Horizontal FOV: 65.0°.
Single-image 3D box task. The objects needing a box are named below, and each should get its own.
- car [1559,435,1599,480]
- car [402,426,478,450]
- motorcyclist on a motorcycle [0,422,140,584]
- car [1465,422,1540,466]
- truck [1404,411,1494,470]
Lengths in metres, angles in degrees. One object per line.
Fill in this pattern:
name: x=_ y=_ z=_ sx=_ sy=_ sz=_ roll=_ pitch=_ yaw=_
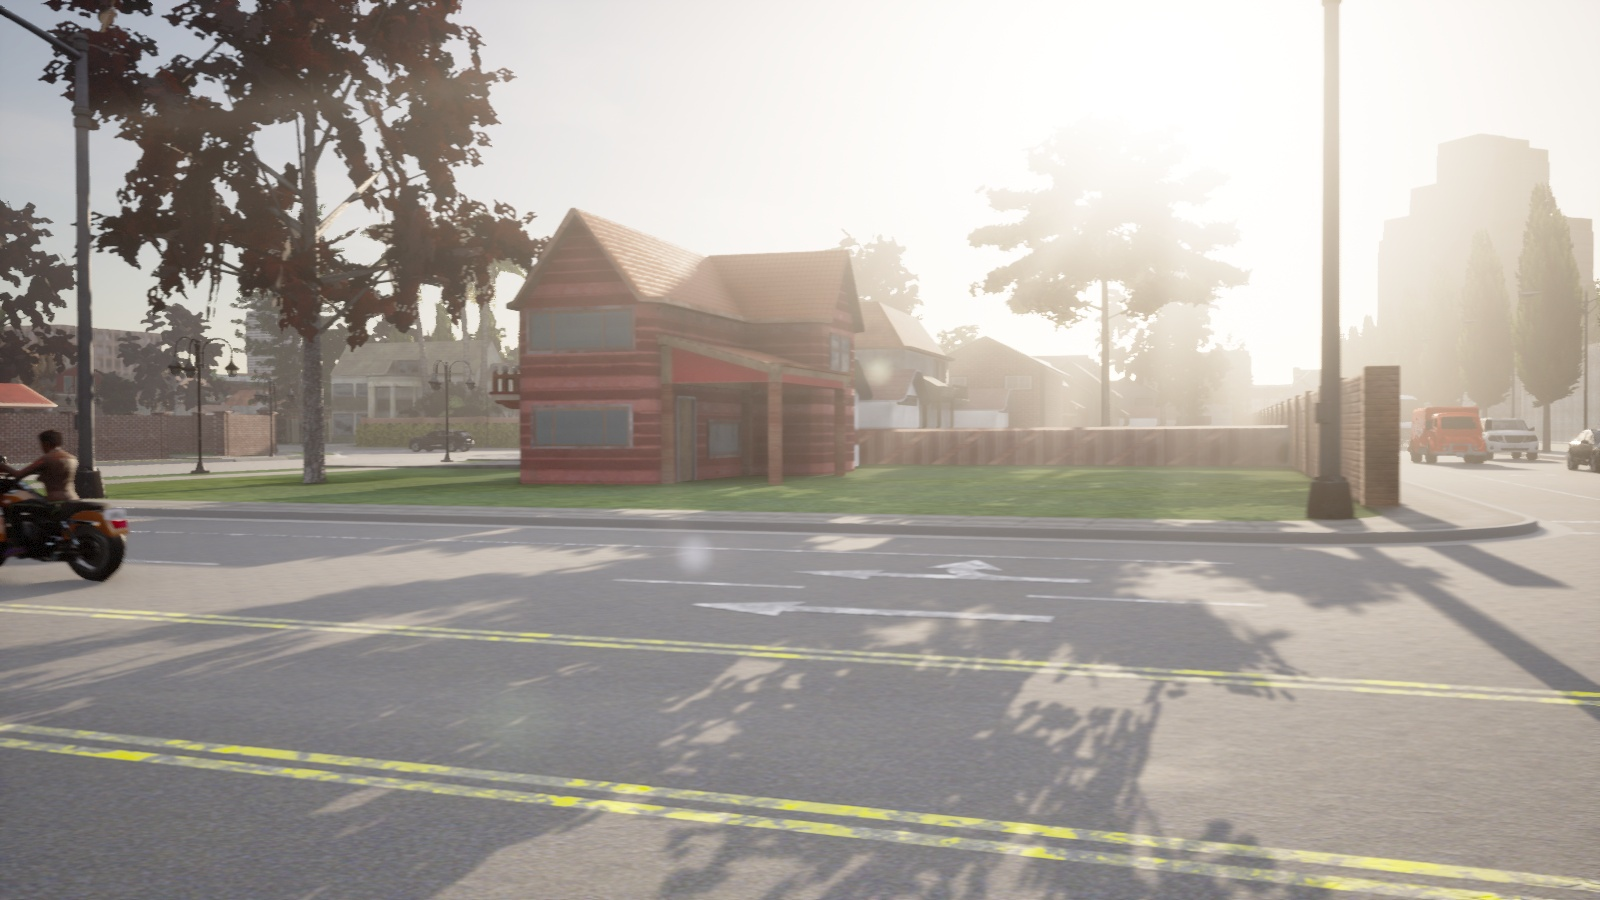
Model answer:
car: x=28.274 y=0.228 z=43.934 sx=1.837 sy=1.490 sz=4.892 roll=1 pitch=1 yaw=18
car: x=-25.640 y=-0.872 z=89.515 sx=4.856 sy=1.649 sz=2.033 roll=1 pitch=1 yaw=18
motorcyclist on a motorcycle: x=-8.360 y=0.529 z=13.541 sx=2.350 sy=1.649 sz=0.766 roll=0 pitch=1 yaw=18
car: x=33.961 y=-0.310 z=60.865 sx=2.150 sy=2.045 sz=5.566 roll=1 pitch=1 yaw=19
truck: x=28.244 y=-0.439 z=54.867 sx=2.627 sy=2.467 sz=5.204 roll=1 pitch=1 yaw=18
